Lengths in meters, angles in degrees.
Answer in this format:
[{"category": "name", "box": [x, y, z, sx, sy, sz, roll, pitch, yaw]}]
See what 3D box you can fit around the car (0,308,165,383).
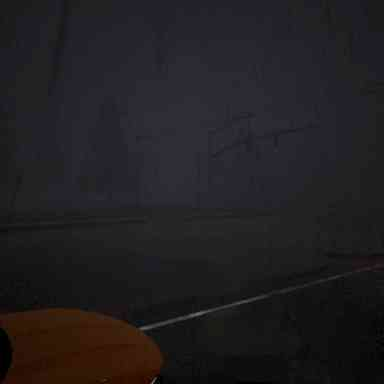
[{"category": "car", "box": [-2.500, 1.480, 1.961, 5.008, 1.535, 1.882, 0, 0, -35]}]
